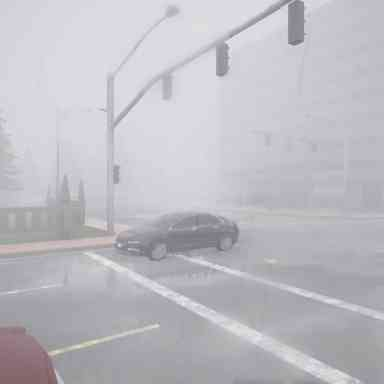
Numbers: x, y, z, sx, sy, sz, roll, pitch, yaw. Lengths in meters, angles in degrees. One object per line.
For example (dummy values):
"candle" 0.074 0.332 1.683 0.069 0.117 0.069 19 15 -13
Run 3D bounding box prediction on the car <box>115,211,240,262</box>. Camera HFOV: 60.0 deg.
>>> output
"car" -0.395 1.501 12.301 4.892 1.490 1.837 0 0 -35

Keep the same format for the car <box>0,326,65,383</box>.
"car" -3.061 1.601 1.596 4.718 1.301 1.895 0 0 -35
